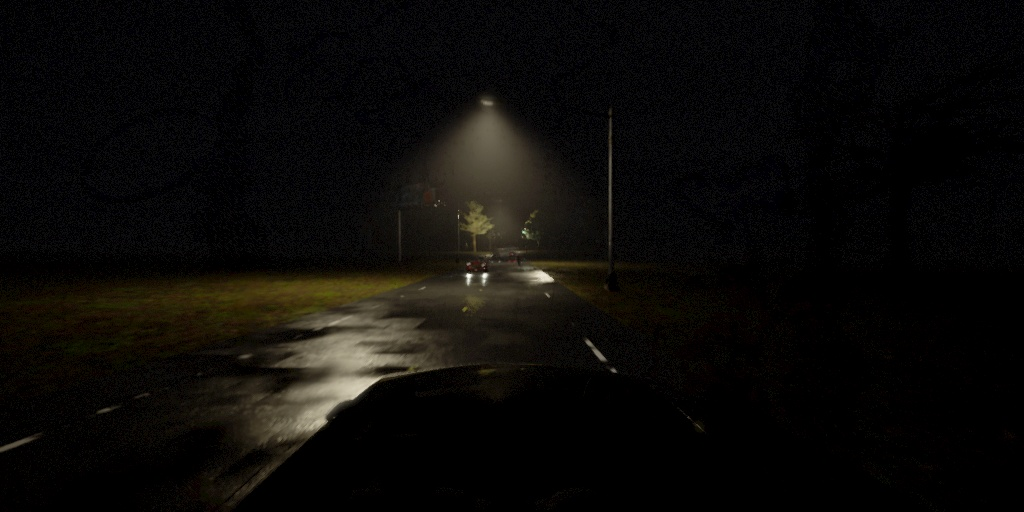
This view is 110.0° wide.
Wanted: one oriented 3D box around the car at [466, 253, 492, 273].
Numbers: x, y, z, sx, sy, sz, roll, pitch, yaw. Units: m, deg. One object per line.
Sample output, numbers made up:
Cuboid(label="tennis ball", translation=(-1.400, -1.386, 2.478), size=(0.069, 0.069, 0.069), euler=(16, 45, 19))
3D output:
Cuboid(label="car", translation=(-3.568, 0.781, 37.876), size=(2.097, 1.767, 4.553), euler=(0, 1, 0))

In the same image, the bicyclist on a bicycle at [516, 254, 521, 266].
Cuboid(label="bicyclist on a bicycle", translation=(0.966, 0.704, 49.943), size=(0.582, 1.620, 1.656), euler=(0, 1, 0))
